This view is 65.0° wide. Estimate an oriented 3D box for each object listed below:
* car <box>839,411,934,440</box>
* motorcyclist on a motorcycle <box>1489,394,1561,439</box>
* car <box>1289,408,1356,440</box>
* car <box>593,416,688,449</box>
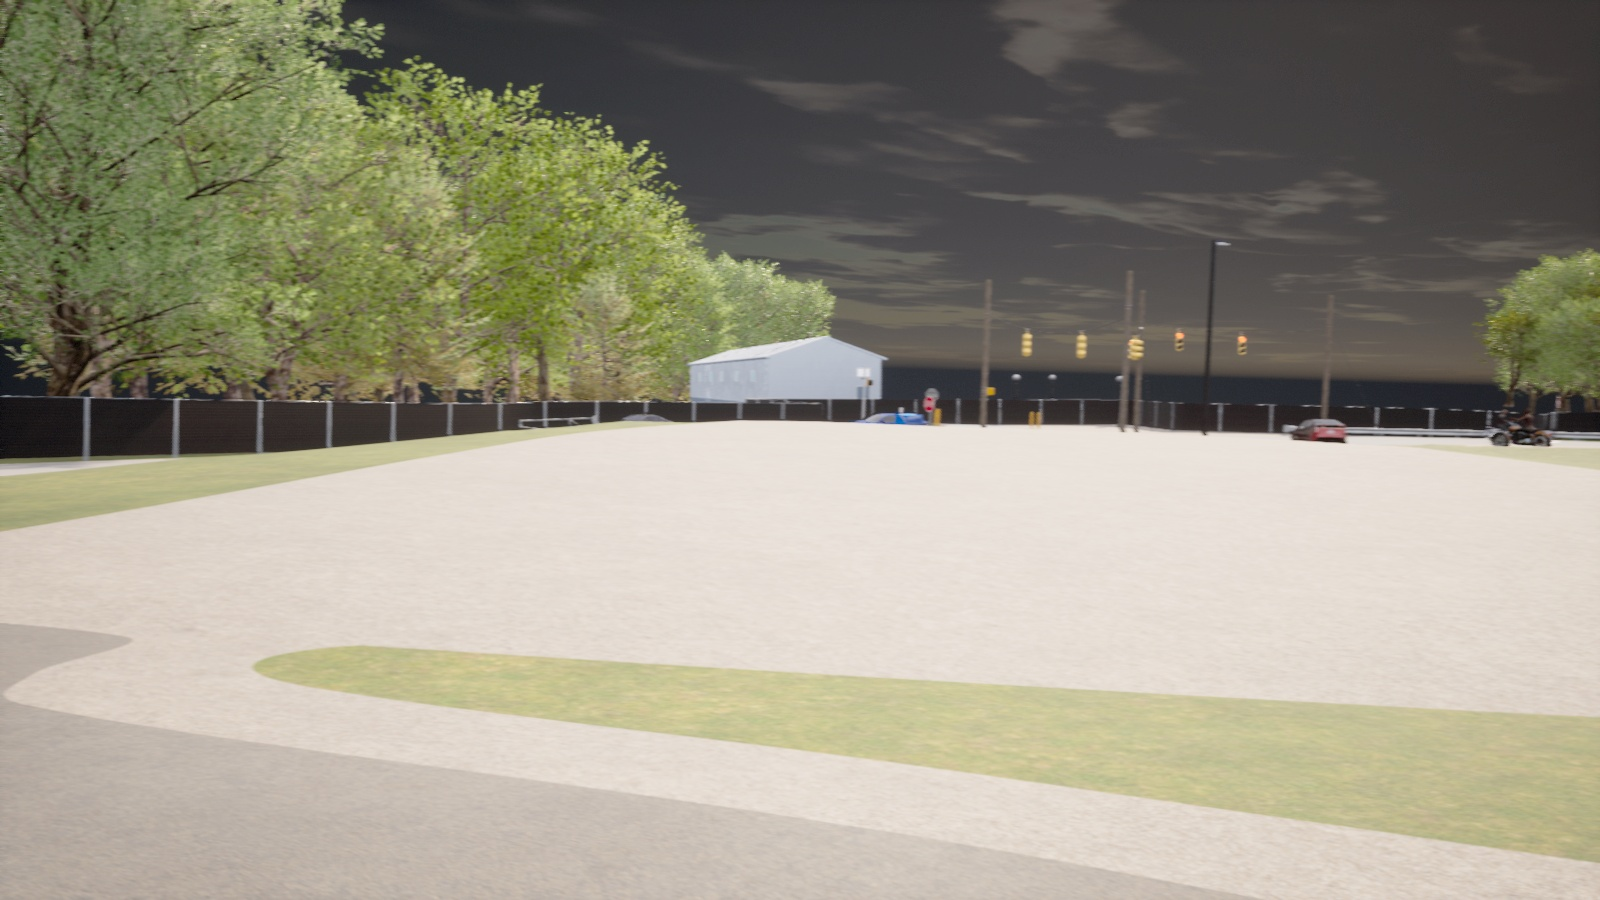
[{"bbox_3d":[4.827,-1.390,70.184,5.008,1.535,1.882,-1,4,-26],"label":"car"},{"bbox_3d":[27.713,-1.254,48.067,0.766,1.649,2.350,0,0,-27],"label":"motorcyclist on a motorcycle"},{"bbox_3d":[26.225,-1.309,63.169,2.007,1.525,4.514,1,1,8],"label":"car"},{"bbox_3d":[-7.470,-0.843,59.201,1.994,1.385,4.181,4,5,41],"label":"car"}]
